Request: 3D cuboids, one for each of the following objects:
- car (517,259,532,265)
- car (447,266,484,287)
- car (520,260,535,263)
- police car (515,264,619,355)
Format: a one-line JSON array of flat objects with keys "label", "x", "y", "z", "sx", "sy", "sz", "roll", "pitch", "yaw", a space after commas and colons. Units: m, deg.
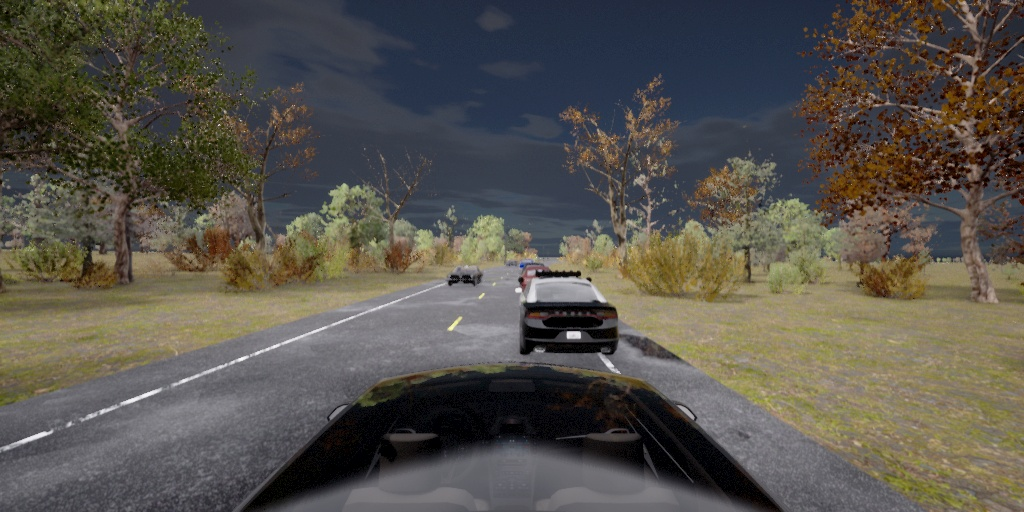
[{"label": "car", "x": 2.106, "y": 1.246, "z": 50.363, "sx": 1.882, "sy": 1.535, "sz": 5.008, "roll": 0, "pitch": 0, "yaw": 5}, {"label": "car", "x": -3.108, "y": 1.330, "z": 24.451, "sx": 1.895, "sy": 1.301, "sz": 4.718, "roll": 0, "pitch": 0, "yaw": 2}, {"label": "car", "x": 1.531, "y": 1.234, "z": 24.615, "sx": 1.837, "sy": 1.490, "sz": 4.892, "roll": 0, "pitch": 0, "yaw": 2}, {"label": "police car", "x": 1.107, "y": 1.167, "z": 8.801, "sx": 1.930, "sy": 1.638, "sz": 5.238, "roll": 0, "pitch": 0, "yaw": 1}]
